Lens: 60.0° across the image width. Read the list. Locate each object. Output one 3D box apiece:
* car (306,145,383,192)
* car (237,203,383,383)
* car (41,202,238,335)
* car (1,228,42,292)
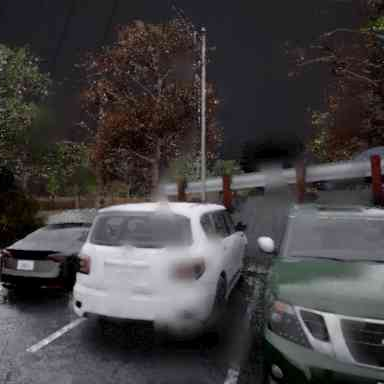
[{"bbox_3d":[6.375,-0.820,10.920,5.357,1.411,2.033,-5,-3,36],"label":"car"},{"bbox_3d":[2.313,1.234,5.202,2.435,2.045,5.566,1,-1,15],"label":"car"},{"bbox_3d":[-0.154,1.230,7.013,2.435,2.045,5.566,0,-1,16],"label":"car"},{"bbox_3d":[-2.620,1.507,8.765,2.163,1.488,4.792,0,-1,16],"label":"car"}]
